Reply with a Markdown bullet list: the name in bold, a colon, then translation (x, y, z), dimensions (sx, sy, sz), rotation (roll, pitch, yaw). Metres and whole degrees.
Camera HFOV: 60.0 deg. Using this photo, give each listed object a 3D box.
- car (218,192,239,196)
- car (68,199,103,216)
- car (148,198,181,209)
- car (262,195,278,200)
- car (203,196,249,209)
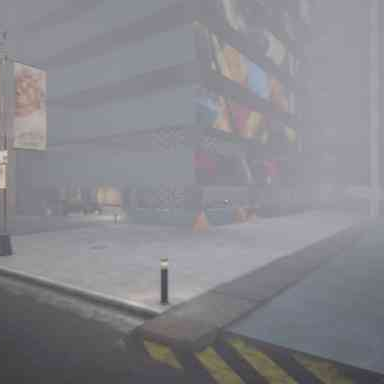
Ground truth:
- **car**: translation (6.807, 1.002, 55.455), dimensions (5.566, 2.045, 2.435), rotation (0, 0, 35)
- **car**: translation (-10.336, 1.377, 30.711), dimensions (4.786, 1.482, 2.161), rotation (0, 0, 35)
- **car**: translation (-3.260, 1.431, 39.913), dimensions (4.718, 1.301, 1.895), rotation (0, 0, 35)
- **car**: translation (20.902, 1.453, 88.257), dimensions (4.892, 1.521, 2.231), rotation (0, 0, 35)
- **car**: translation (1.986, 1.305, 26.980), dimensions (4.674, 1.452, 2.002), rotation (0, 0, 35)
